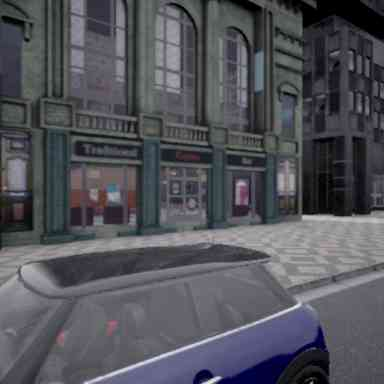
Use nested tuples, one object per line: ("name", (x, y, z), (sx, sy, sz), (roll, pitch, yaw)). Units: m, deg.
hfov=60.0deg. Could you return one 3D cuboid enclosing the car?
("car", (-0.924, 1.350, 2.723), (4.553, 1.767, 2.097), (0, 0, -36))
